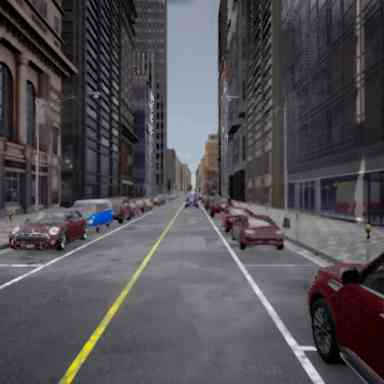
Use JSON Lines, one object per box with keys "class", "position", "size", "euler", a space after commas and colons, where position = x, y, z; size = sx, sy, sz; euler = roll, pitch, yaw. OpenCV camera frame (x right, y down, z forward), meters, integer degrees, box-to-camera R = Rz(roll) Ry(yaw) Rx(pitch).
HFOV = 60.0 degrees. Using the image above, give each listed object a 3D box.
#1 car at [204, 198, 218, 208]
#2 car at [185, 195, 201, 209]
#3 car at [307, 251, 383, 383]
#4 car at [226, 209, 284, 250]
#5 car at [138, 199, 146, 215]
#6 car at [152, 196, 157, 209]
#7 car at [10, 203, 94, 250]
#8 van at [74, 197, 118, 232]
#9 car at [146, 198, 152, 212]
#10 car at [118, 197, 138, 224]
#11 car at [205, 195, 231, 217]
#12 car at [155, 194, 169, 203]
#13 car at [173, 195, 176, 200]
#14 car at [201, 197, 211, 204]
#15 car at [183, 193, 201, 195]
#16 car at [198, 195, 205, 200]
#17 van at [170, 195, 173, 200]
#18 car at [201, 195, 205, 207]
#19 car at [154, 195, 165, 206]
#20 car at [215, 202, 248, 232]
{"class": "car", "position": [2.649, 1.596, 47.817], "size": [1.802, 1.307, 4.206], "euler": [1, 0, 0]}
{"class": "car", "position": [-0.026, 1.540, 45.981], "size": [1.812, 1.442, 4.674], "euler": [0, 0, 0]}
{"class": "car", "position": [2.676, 1.318, 2.821], "size": [2.192, 1.841, 5.009], "euler": [1, 0, 0]}
{"class": "car", "position": [2.667, 1.591, 14.070], "size": [1.802, 1.307, 4.206], "euler": [1, 0, 0]}
{"class": "car", "position": [-5.868, 1.564, 30.943], "size": [2.008, 1.369, 4.403], "euler": [1, 0, 0]}
{"class": "car", "position": [-5.873, 1.539, 42.022], "size": [1.752, 1.417, 4.829], "euler": [1, 0, 0]}
{"class": "car", "position": [-5.857, 1.448, 14.069], "size": [1.967, 1.590, 4.097], "euler": [1, 0, 0]}
{"class": "van", "position": [-5.859, 1.351, 19.693], "size": [1.690, 1.788, 3.998], "euler": [1, 0, 0]}
{"class": "car", "position": [-5.870, 1.558, 36.567], "size": [1.887, 1.381, 4.507], "euler": [1, 0, 0]}
{"class": "car", "position": [-5.862, 1.327, 25.318], "size": [2.192, 1.841, 5.009], "euler": [1, 0, 0]}
{"class": "car", "position": [2.661, 1.329, 30.943], "size": [2.192, 1.841, 5.009], "euler": [1, 0, 0]}
{"class": "car", "position": [-5.880, 1.327, 59.066], "size": [2.192, 1.841, 5.009], "euler": [1, 0, 0]}
{"class": "car", "position": [-5.900, 1.576, 87.189], "size": [1.947, 1.339, 4.313], "euler": [1, 0, 0]}
{"class": "car", "position": [2.639, 1.594, 64.691], "size": [1.802, 1.307, 4.206], "euler": [1, 0, 0]}
{"class": "car", "position": [-0.032, 1.365, 55.953], "size": [2.097, 1.767, 4.553], "euler": [0, 0, 0]}
{"class": "car", "position": [2.623, 1.556, 92.812], "size": [1.887, 1.381, 4.507], "euler": [1, 0, 0]}
{"class": "van", "position": [-5.891, 1.351, 75.940], "size": [1.690, 1.788, 3.998], "euler": [1, 0, 0]}
{"class": "car", "position": [2.655, 1.329, 42.193], "size": [2.192, 1.841, 5.009], "euler": [1, 0, 0]}
{"class": "car", "position": [-5.880, 1.557, 53.441], "size": [1.887, 1.381, 4.507], "euler": [1, 0, 0]}
{"class": "car", "position": [2.664, 1.556, 19.694], "size": [1.887, 1.381, 4.507], "euler": [1, 0, 0]}
